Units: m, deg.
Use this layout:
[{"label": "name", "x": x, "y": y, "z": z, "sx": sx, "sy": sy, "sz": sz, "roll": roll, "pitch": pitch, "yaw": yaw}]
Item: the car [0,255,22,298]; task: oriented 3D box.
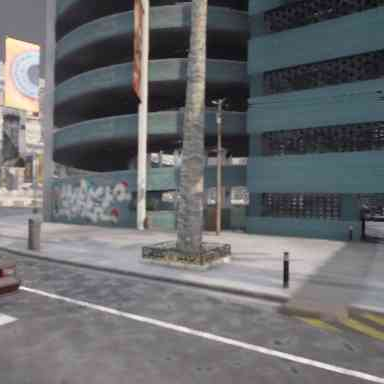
[{"label": "car", "x": -6.000, "y": 1.591, "z": 7.416, "sx": 5.357, "sy": 1.411, "sz": 2.033, "roll": 0, "pitch": -1, "yaw": 34}]

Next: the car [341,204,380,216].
[{"label": "car", "x": 22.752, "y": 2.383, "z": 45.092, "sx": 4.674, "sy": 1.452, "sz": 2.002, "roll": 0, "pitch": -1, "yaw": 31}]
